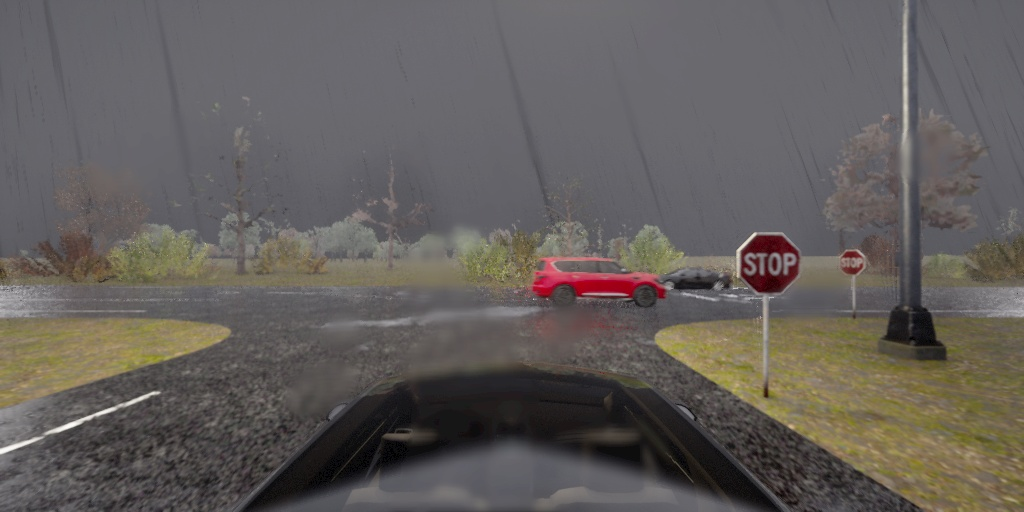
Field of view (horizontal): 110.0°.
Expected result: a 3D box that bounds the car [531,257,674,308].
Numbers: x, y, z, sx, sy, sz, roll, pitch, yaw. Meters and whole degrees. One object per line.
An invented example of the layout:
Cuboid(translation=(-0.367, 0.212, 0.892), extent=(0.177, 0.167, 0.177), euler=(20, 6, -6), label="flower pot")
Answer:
Cuboid(translation=(3.597, 1.074, 15.411), extent=(5.566, 2.045, 2.150), euler=(0, 0, -1), label="car")

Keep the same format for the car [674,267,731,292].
Cuboid(translation=(11.074, 1.470, 22.633), extent=(5.008, 1.535, 1.882), euler=(0, 0, -2), label="car")
